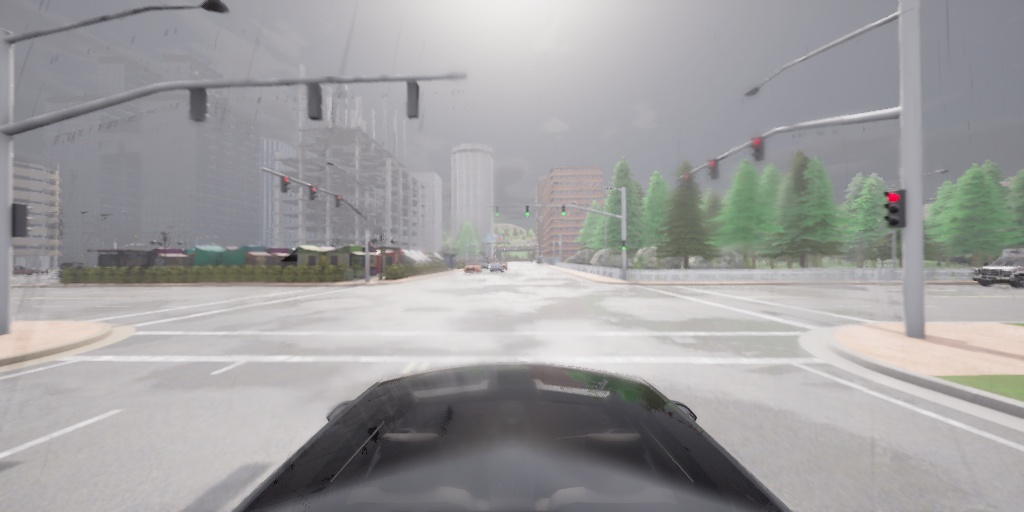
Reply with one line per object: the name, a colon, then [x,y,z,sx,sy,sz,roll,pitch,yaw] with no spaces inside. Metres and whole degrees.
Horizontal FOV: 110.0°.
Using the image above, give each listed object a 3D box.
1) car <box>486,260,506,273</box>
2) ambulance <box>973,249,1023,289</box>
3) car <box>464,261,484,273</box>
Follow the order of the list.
car: [-2.228,1.744,52.379,1.812,1.442,4.674,0,0,2]
ambulance: [32.930,0.743,22.232,6.366,2.431,2.351,0,-1,3]
car: [-5.731,1.595,52.444,2.097,1.767,4.553,0,-1,2]
